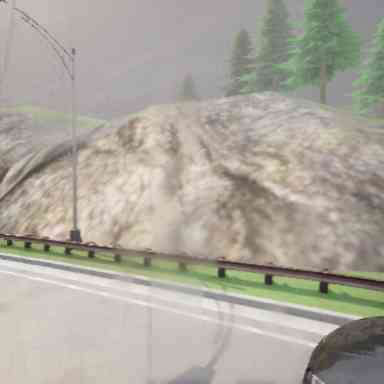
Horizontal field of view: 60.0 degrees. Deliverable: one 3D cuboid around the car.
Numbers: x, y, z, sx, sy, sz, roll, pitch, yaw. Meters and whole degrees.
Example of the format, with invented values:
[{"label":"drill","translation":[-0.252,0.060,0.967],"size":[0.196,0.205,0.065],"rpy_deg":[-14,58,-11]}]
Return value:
[{"label":"car","translation":[3.108,1.459,1.731],"size":[4.902,1.511,2.128],"rpy_deg":[0,0,36]}]
